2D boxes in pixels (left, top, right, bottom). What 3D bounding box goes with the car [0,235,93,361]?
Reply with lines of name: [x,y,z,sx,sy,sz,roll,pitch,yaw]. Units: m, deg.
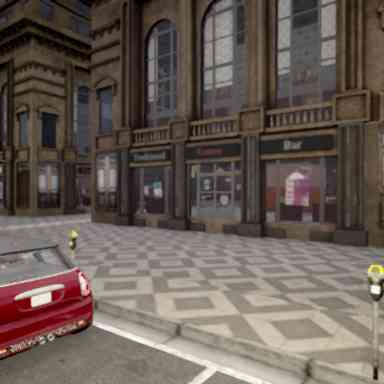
car: [-3.558,1.437,5.511,4.097,1.590,1.967,0,0,36]
